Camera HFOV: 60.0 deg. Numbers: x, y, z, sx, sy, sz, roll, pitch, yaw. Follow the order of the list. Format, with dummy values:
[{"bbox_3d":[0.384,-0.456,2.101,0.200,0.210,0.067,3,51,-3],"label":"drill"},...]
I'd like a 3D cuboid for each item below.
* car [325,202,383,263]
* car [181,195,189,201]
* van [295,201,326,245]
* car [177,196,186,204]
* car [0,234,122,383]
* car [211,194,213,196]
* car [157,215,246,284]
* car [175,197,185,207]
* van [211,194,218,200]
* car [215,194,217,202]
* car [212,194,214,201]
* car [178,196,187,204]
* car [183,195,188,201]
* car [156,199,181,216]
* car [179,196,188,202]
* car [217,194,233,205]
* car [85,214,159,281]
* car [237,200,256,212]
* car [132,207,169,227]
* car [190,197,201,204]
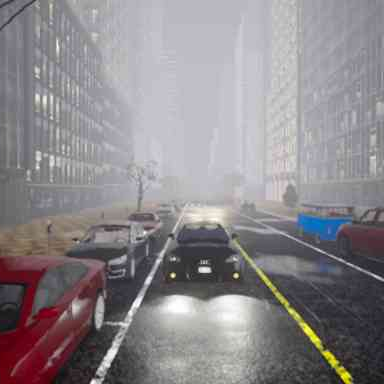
[{"bbox_3d":[6.080,1.319,9.684,2.192,1.841,5.009,-1,0,0],"label":"car"},{"bbox_3d":[-1.935,1.576,89.292,2.008,1.369,4.403,-1,0,0],"label":"car"},{"bbox_3d":[6.106,1.347,15.367,1.690,1.788,3.998,-1,0,0],"label":"van"},{"bbox_3d":[-2.039,1.547,66.388,1.752,1.417,4.829,-1,0,0],"label":"car"},{"bbox_3d":[-2.324,1.546,4.038,1.887,1.381,4.507,-1,0,0],"label":"car"},{"bbox_3d":[6.444,1.466,89.254,1.967,1.590,4.097,-1,0,0],"label":"car"},{"bbox_3d":[0.296,1.567,9.463,1.994,1.385,4.181,0,0,0],"label":"car"},{"bbox_3d":[-2.168,1.564,38.140,2.008,1.369,4.403,-1,0,0],"label":"car"},{"bbox_3d":[6.469,1.367,94.937,1.690,1.788,3.998,-1,0,0],"label":"van"},{"bbox_3d":[6.339,1.337,66.520,2.192,1.841,5.009,-1,0,0],"label":"car"},{"bbox_3d":[6.393,1.464,77.887,1.967,1.590,4.097,-1,0,0],"label":"car"},{"bbox_3d":[-2.116,1.599,49.507,1.802,1.307,4.206,-1,0,0],"label":"car"},{"bbox_3d":[-2.092,1.459,55.190,1.967,1.590,4.097,-1,0,0],"label":"car"},{"bbox_3d":[-2.221,1.560,26.773,2.008,1.369,4.403,-1,0,0],"label":"car"},{"bbox_3d":[-1.987,1.590,77.925,1.947,1.339,4.313,-1,0,0],"label":"car"},{"bbox_3d":[6.313,1.335,60.836,2.192,1.841,5.009,-1,0,0],"label":"car"},{"bbox_3d":[-2.299,1.554,9.722,2.008,1.369,4.403,-1,0,0],"label":"car"},{"bbox_3d":[6.212,1.564,38.101,2.008,1.369,4.403,-1,0,0],"label":"car"},{"bbox_3d":[-2.272,1.588,15.406,1.802,1.307,4.206,-1,0,0],"label":"car"},{"bbox_3d":[0.645,1.568,63.166,2.033,1.411,5.357,0,0,0],"label":"car"}]
